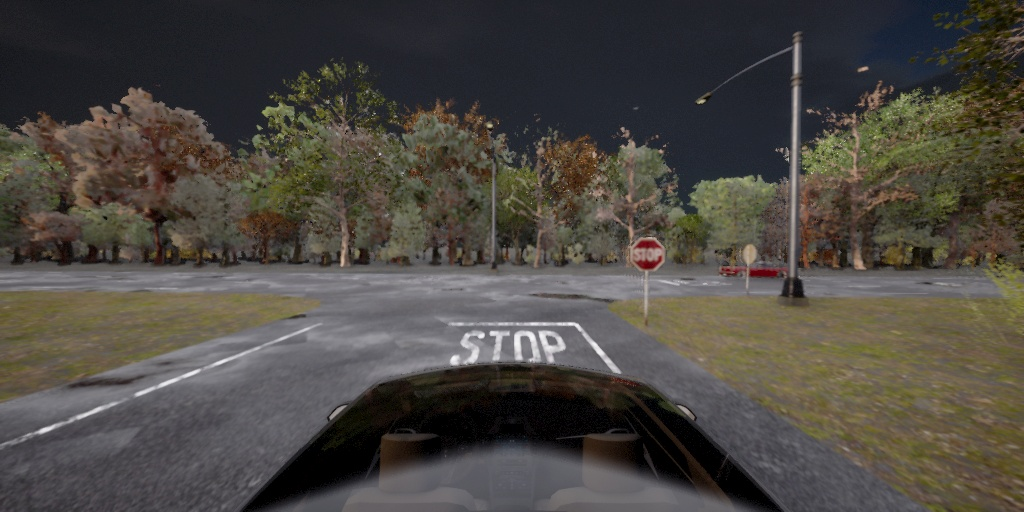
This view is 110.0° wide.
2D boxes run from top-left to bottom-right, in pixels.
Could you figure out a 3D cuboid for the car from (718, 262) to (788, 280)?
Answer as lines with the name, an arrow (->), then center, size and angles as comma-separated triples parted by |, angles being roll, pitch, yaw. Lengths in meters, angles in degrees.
car -> 17.916, 1.065, 26.432 | 4.718, 1.301, 1.895 | 0, 1, 0
